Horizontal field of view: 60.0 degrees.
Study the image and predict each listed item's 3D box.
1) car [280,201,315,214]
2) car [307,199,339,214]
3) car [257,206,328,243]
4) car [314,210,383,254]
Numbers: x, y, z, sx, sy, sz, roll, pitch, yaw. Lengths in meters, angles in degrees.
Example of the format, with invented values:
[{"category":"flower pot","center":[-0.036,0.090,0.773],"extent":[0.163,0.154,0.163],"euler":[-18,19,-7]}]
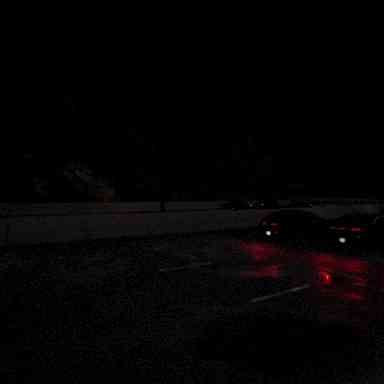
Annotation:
[{"category":"car","center":[13.795,1.959,43.381],"extent":[5.357,1.411,2.033],"euler":[1,0,-44]},{"category":"car","center":[16.578,1.780,42.034],"extent":[2.097,1.767,4.553],"euler":[0,-1,44]},{"category":"car","center":[5.425,1.668,17.027],"extent":[4.892,1.490,1.837],"euler":[0,0,-40]},{"category":"car","center":[7.638,1.655,14.316],"extent":[4.902,1.511,2.128],"euler":[1,0,-40]}]
